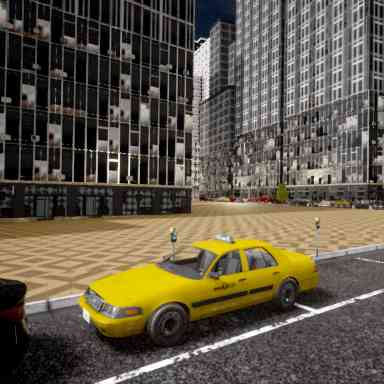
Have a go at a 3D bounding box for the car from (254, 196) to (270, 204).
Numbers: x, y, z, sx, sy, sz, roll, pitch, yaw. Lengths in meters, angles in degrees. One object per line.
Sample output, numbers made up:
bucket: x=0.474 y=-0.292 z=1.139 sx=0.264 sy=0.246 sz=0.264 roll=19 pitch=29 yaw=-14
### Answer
car: x=17.217 y=1.753 z=77.265 sx=2.192 sy=1.841 sz=5.009 roll=1 pitch=-1 yaw=-22

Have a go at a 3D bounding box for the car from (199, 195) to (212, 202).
car: x=3.601 y=1.698 z=89.806 sx=2.192 sy=1.841 sz=5.009 roll=1 pitch=-1 yaw=-22

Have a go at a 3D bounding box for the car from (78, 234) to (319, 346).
car: x=0.410 y=1.528 z=6.323 sx=4.829 sy=1.417 sz=1.752 roll=0 pitch=1 yaw=-35

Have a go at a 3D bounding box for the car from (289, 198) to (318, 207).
car: x=18.363 y=1.715 z=53.552 sx=2.008 sy=1.369 sz=4.403 roll=1 pitch=-1 yaw=-22

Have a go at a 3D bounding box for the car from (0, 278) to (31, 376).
car: x=-3.954 y=1.565 z=3.265 sx=4.313 sy=1.339 sz=1.947 roll=0 pitch=1 yaw=-36

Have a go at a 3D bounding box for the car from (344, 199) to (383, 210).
car: x=22.581 y=1.653 z=43.194 sx=2.008 sy=1.369 sz=4.403 roll=1 pitch=-1 yaw=-22

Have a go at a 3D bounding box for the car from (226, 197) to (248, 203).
car: x=9.927 y=1.729 z=74.269 sx=1.967 sy=1.590 sz=4.097 roll=1 pitch=-1 yaw=-22

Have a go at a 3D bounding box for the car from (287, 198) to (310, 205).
car: x=21.434 y=1.927 z=66.900 sx=2.008 sy=1.369 sz=4.403 roll=1 pitch=-1 yaw=-22

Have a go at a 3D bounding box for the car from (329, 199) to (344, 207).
car: x=25.591 y=1.840 z=56.695 sx=1.752 sy=1.417 sz=4.829 roll=1 pitch=-1 yaw=-22

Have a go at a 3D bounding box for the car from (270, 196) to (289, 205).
car: x=16.255 y=1.636 z=58.732 sx=1.967 sy=1.590 sz=4.097 roll=1 pitch=-1 yaw=-22

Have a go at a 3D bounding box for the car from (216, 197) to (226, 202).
car: x=7.881 y=1.845 z=79.289 sx=1.752 sy=1.417 sz=4.829 roll=1 pitch=-1 yaw=-22

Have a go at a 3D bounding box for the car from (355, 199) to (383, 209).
car: x=27.765 y=1.833 z=51.356 sx=2.008 sy=1.369 sz=4.403 roll=1 pitch=-1 yaw=-22

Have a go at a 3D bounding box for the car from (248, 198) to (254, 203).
car: x=15.103 y=2.051 z=82.443 sx=1.802 sy=1.307 sz=4.206 roll=1 pitch=-1 yaw=-22
